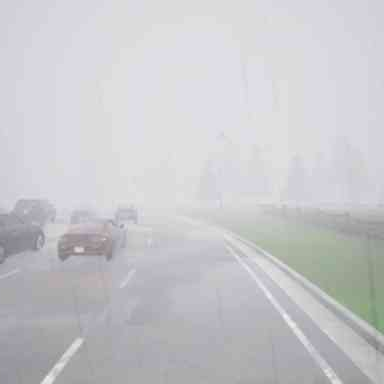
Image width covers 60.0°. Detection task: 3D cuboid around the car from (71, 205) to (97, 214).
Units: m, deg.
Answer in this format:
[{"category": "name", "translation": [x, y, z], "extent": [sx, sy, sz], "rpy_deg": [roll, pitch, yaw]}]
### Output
[{"category": "car", "translation": [-9.228, 1.872, 28.513], "extent": [1.812, 1.442, 4.674], "rpy_deg": [0, 0, -12]}]

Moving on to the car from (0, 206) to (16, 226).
[{"category": "car", "translation": [-16.064, 1.894, 27.036], "extent": [1.994, 1.385, 4.181], "rpy_deg": [0, -1, -12]}]

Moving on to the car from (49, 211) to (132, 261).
[{"category": "car", "translation": [-3.691, 1.683, 12.881], "extent": [1.812, 1.442, 4.674], "rpy_deg": [0, 0, -3]}]

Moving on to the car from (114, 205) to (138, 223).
[{"category": "car", "translation": [-5.633, 1.838, 28.409], "extent": [2.128, 1.511, 4.902], "rpy_deg": [0, -1, -12]}]

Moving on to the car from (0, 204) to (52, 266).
[{"category": "car", "translation": [-7.162, 1.500, 12.106], "extent": [2.097, 1.767, 4.553], "rpy_deg": [0, -1, -2]}]

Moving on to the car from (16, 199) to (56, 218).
[{"category": "car", "translation": [-12.308, 1.542, 26.213], "extent": [2.150, 2.045, 5.566], "rpy_deg": [0, 0, -11]}]
